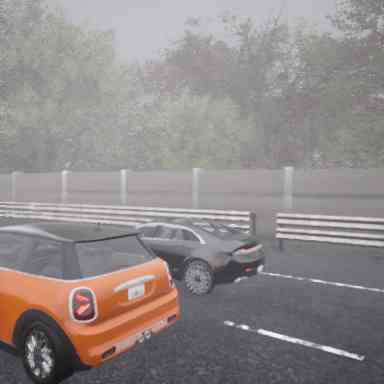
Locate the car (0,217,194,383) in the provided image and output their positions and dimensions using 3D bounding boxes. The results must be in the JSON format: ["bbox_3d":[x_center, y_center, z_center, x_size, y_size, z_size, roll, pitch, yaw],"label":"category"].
[{"bbox_3d":[-2.498,1.277,5.433,4.553,1.767,2.097,1,1,33],"label":"car"}]

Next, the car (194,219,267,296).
[{"bbox_3d":[-0.604,1.398,8.380,4.902,1.511,2.128,1,1,31],"label":"car"}]
